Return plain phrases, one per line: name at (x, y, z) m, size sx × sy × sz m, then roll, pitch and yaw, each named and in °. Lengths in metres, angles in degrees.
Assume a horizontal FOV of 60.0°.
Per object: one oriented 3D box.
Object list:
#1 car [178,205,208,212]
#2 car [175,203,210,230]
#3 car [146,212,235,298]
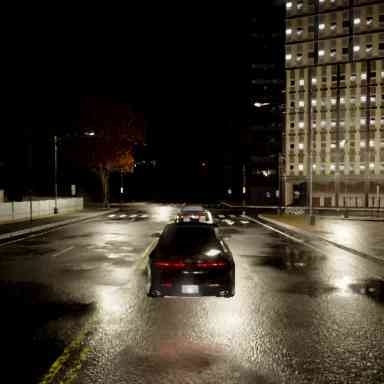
car at (0.105, 1.486, 13.301) m, size 2.128 × 1.511 × 4.902 m, roll 0°, pitch 0°, yaw 0°
car at (0.046, 1.544, 22.324) m, size 2.033 × 1.411 × 5.357 m, roll 0°, pitch 0°, yaw 0°
car at (-0.019, 1.503, 8.478) m, size 1.837 × 1.490 × 4.892 m, roll 0°, pitch 0°, yaw 0°
